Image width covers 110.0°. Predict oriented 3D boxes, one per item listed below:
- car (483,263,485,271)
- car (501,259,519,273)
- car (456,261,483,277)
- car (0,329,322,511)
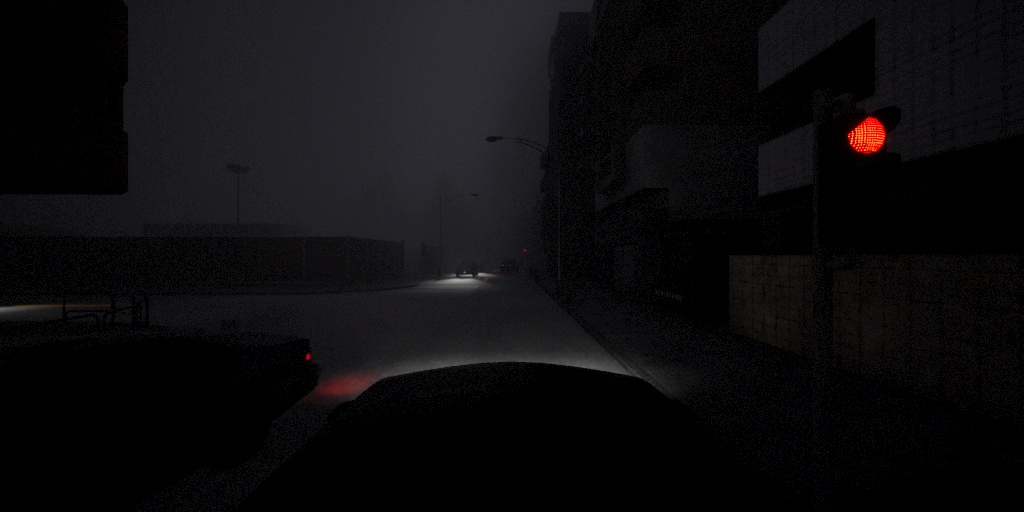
[{"bbox_3d":[-4.476,1.351,45.766,1.895,1.301,4.718,0,0,0],"label":"car"},{"bbox_3d":[-0.287,1.103,43.738,2.097,1.767,4.553,0,0,-1],"label":"car"},{"bbox_3d":[-4.409,1.241,35.652,2.128,1.511,4.902,0,0,0],"label":"car"},{"bbox_3d":[-3.615,1.297,2.249,2.033,1.411,5.357,0,0,7],"label":"car"}]
